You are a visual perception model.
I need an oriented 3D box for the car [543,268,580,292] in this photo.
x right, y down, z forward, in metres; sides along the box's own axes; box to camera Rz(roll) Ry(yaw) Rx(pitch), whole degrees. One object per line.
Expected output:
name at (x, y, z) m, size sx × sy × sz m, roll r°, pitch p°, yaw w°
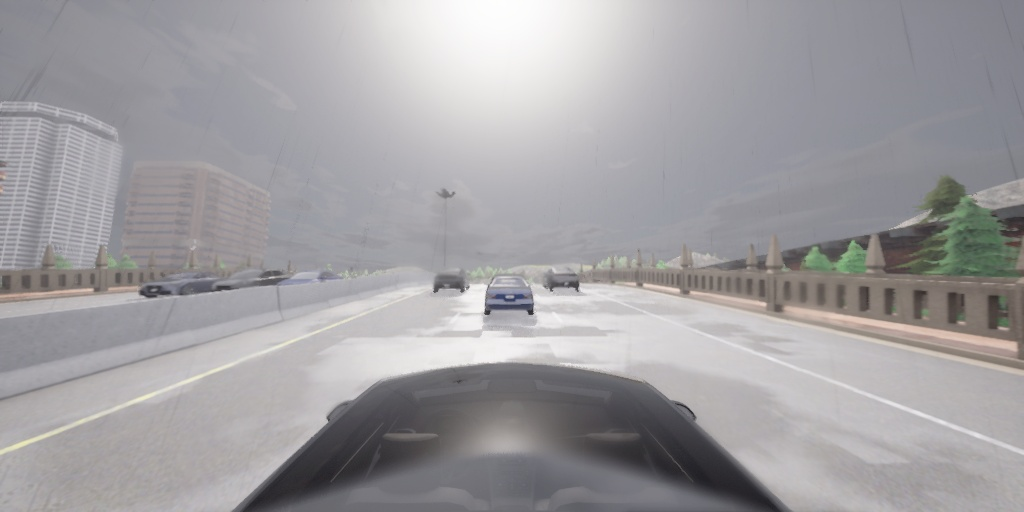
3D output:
car at (3.186, 1.504, 23.714) m, size 2.128 × 1.511 × 4.902 m, roll 0°, pitch -1°, yaw -1°

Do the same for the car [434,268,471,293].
car at (-3.803, 1.515, 23.170) m, size 1.837 × 1.490 × 4.892 m, roll 0°, pitch -1°, yaw -1°

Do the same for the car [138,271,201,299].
car at (-17.921, 1.538, 19.922) m, size 1.994 × 1.385 × 4.181 m, roll 0°, pitch -1°, yaw -1°

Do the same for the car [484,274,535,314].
car at (-0.130, 1.441, 14.485) m, size 2.033 × 1.411 × 5.357 m, roll 0°, pitch -1°, yaw -1°

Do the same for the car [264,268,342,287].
car at (-10.916, 1.488, 19.598) m, size 1.812 × 1.442 × 4.674 m, roll 0°, pitch -1°, yaw -1°

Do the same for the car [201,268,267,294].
car at (-14.427, 1.477, 20.278) m, size 1.837 × 1.490 × 4.892 m, roll 0°, pitch -1°, yaw -1°
